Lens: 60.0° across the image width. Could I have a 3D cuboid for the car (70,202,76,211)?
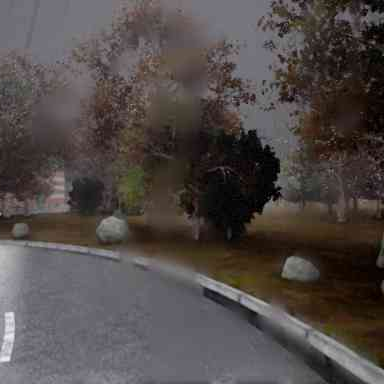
[{"bbox_3d":[-18.835,2.396,55.763,1.837,1.490,4.892,0,-1,3],"label":"car"}]
